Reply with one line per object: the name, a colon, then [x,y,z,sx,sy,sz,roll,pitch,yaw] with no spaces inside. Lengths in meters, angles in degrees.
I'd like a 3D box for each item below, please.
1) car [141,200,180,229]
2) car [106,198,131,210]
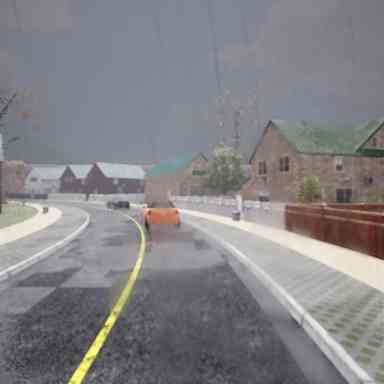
car: [-2.112,1.272,21.454,2.097,1.767,4.553,0,0,-12]
car: [-8.982,1.383,40.269,2.033,1.411,5.357,0,0,-28]
